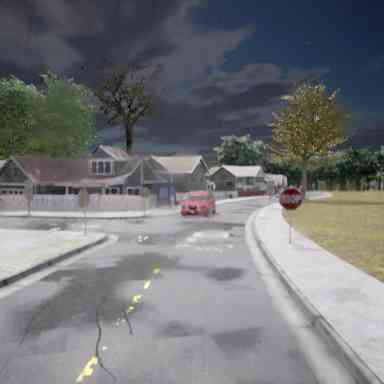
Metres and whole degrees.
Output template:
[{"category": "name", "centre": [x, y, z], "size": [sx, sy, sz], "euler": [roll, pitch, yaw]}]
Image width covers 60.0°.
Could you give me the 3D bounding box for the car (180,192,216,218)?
[{"category": "car", "centre": [0.635, 1.077, 28.135], "size": [2.150, 2.045, 5.566], "euler": [1, 2, 13]}]

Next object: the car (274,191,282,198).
[{"category": "car", "centre": [18.742, 0.556, 70.081], "size": [2.128, 1.511, 4.902], "euler": [2, 2, 32]}]
